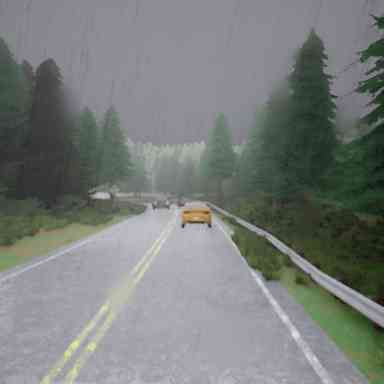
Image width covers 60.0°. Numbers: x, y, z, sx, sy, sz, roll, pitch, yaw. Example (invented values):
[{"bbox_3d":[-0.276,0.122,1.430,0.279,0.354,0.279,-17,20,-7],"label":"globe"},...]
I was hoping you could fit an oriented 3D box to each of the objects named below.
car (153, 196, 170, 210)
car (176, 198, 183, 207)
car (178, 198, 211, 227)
[{"bbox_3d":[-3.805,1.263,41.472,2.097,1.767,4.553,0,0,-5],"label":"car"},{"bbox_3d":[-1.062,1.466,46.841,1.994,1.385,4.181,0,0,-10],"label":"car"},{"bbox_3d":[0.260,1.444,22.684,1.882,1.535,5.008,1,0,0],"label":"car"}]
